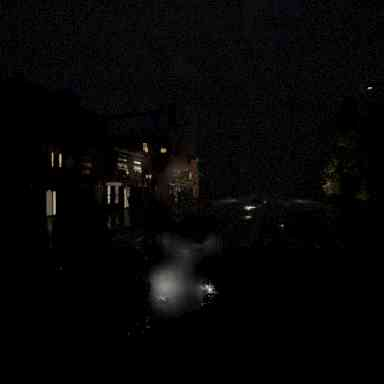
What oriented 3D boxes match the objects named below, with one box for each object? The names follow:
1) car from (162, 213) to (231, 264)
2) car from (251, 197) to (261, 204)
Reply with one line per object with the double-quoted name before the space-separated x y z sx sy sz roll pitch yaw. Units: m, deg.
"car" 0.343 1.536 12.135 1.812 1.442 4.674 0 0 13
"car" 12.230 1.584 63.584 1.895 1.301 4.718 0 0 13
